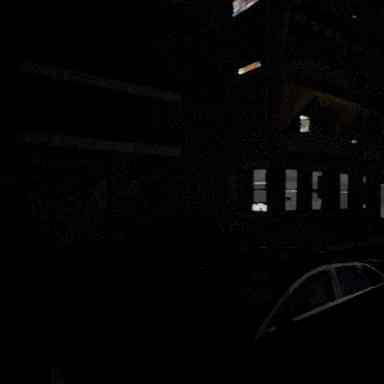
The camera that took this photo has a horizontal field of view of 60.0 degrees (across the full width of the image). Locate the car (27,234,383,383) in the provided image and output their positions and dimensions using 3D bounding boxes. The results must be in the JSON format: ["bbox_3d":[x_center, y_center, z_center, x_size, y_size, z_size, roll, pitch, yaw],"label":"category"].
[{"bbox_3d":[0.920,1.490,4.033,4.902,1.511,2.128,0,0,-35],"label":"car"}]

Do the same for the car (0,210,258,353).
[{"bbox_3d":[-0.798,1.313,5.971,5.009,1.841,2.192,0,1,-35],"label":"car"}]
